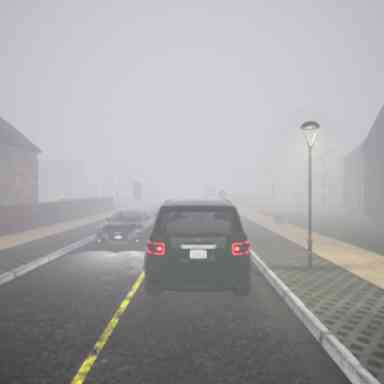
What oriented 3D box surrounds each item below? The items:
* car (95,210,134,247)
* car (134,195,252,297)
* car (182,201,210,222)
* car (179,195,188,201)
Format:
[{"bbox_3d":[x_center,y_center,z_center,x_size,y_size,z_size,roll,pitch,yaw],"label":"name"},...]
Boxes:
[{"bbox_3d":[-2.736,1.496,14.390,1.994,1.385,4.181,0,0,0],"label":"car"},{"bbox_3d":[0.147,1.178,8.596,2.150,2.045,5.566,0,0,1],"label":"car"},{"bbox_3d":[0.288,1.467,25.995,1.994,1.385,4.181,0,0,1],"label":"car"},{"bbox_3d":[-2.102,1.499,82.684,1.994,1.385,4.181,0,0,0],"label":"car"}]
